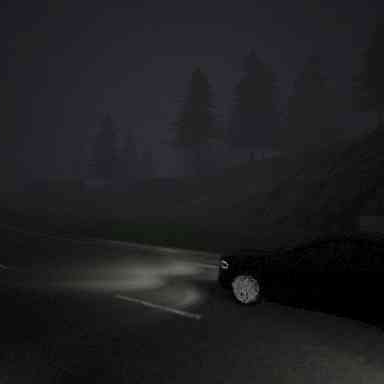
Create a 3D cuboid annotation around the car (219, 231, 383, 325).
[{"bbox_3d":[2.877,1.466,6.194,5.008,1.535,1.882,1,0,34],"label":"car"}]
